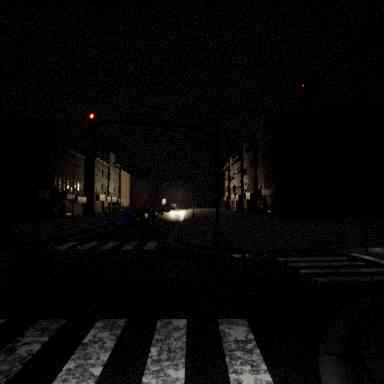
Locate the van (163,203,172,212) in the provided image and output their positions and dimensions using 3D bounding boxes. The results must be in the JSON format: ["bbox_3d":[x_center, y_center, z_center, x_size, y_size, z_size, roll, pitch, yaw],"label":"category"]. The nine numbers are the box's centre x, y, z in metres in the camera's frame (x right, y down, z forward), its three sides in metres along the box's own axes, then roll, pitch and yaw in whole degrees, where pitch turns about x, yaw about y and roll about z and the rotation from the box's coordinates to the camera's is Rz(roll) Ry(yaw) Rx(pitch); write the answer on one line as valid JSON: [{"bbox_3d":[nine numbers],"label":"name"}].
[{"bbox_3d":[-5.536,3.501,75.050,1.690,1.788,3.998,1,-2,0],"label":"van"}]

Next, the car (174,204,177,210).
[{"bbox_3d":[-5.570,4.085,85.618,2.008,1.369,4.403,1,-2,0],"label":"car"}]

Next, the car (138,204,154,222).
[{"bbox_3d":[-5.418,2.120,32.749,2.192,1.841,5.009,2,-2,0],"label":"car"}]

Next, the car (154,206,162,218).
[{"bbox_3d":[-5.453,2.666,43.318,1.887,1.381,4.507,2,-2,0],"label":"car"}]

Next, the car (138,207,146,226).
[{"bbox_3d":[-5.411,2.210,27.759,2.008,1.369,4.403,2,-2,0],"label":"car"}]

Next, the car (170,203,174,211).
[{"bbox_3d":[-5.524,3.418,69.760,1.967,1.590,4.097,1,-2,0],"label":"car"}]

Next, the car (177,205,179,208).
[{"bbox_3d":[-5.579,4.041,90.912,2.192,1.841,5.009,1,-2,0],"label":"car"}]

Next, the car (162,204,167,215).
[{"bbox_3d":[-5.483,3.035,53.893,1.802,1.307,4.206,2,-2,0],"label":"car"}]

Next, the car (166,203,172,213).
[{"bbox_3d":[-5.512,3.344,64.469,1.887,1.381,4.507,1,-2,0],"label":"car"}]

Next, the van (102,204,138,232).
[{"bbox_3d":[-5.396,1.905,24.447,1.690,1.788,3.998,2,-2,0],"label":"van"}]
